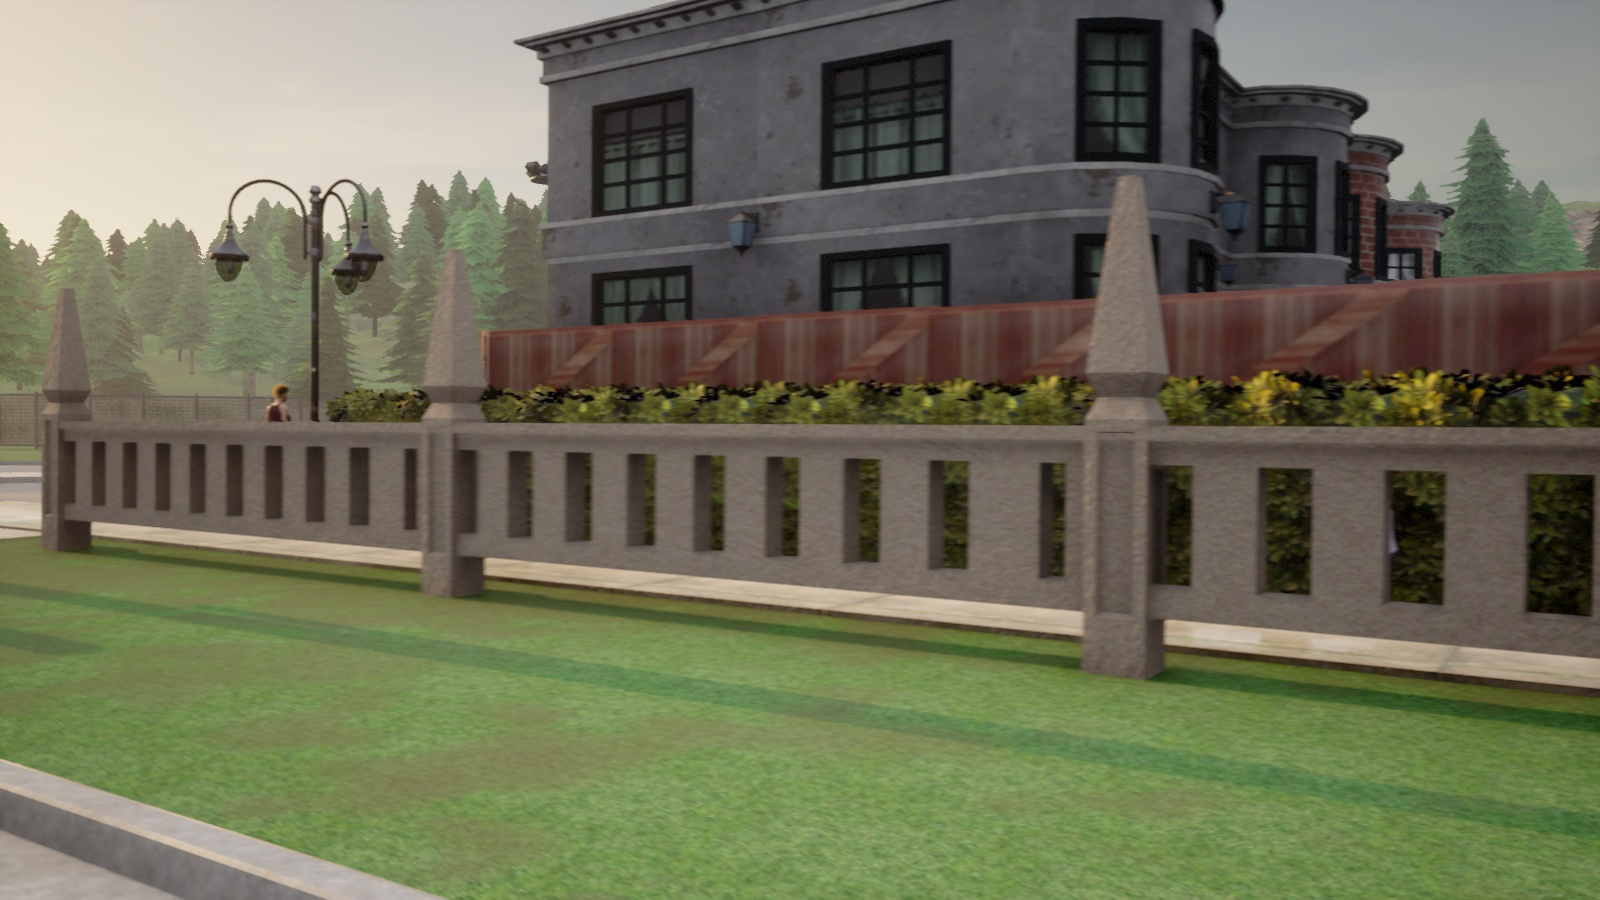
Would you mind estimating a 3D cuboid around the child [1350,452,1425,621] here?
[{"bbox_3d":[3.962,0.569,8.468,0.394,1.110,0.255,0,1,42],"label":"child"}]

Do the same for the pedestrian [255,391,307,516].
[{"bbox_3d":[-7.730,0.045,18.699,0.345,1.836,0.594,0,1,35],"label":"pedestrian"}]
